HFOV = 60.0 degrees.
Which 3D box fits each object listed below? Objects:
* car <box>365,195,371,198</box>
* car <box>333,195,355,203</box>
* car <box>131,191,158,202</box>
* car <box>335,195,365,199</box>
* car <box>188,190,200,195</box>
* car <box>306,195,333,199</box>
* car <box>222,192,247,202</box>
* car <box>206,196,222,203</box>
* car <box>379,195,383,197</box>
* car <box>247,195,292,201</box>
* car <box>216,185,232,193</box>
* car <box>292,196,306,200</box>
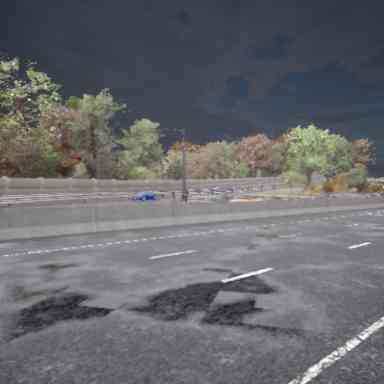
[{"bbox_3d":[32.187,1.257,62.168,5.008,1.535,1.882,0,0,-42],"label":"car"},{"bbox_3d":[29.441,1.283,64.408,4.902,1.511,2.128,0,0,-42],"label":"car"},{"bbox_3d":[-6.704,0.627,47.691,1.882,1.535,5.008,0,1,25],"label":"car"},{"bbox_3d":[23.652,1.371,49.866,4.181,1.385,1.994,0,0,-41],"label":"car"},{"bbox_3d":[0.266,0.354,62.734,2.128,1.511,4.902,0,2,26],"label":"car"},{"bbox_3d":[20.244,1.289,51.516,4.892,1.490,1.837,0,0,-41],"label":"car"},{"bbox_3d":[6.096,1.145,38.894,4.553,1.767,2.097,0,0,-42],"label":"car"},{"bbox_3d":[3.794,1.274,41.529,4.892,1.490,1.837,0,0,-42],"label":"car"},{"bbox_3d":[34.568,1.315,59.603,4.902,1.511,2.128,0,0,-42],"label":"car"},{"bbox_3d":[8.519,1.321,36.368,4.892,1.490,1.837,0,0,-42],"label":"car"},{"bbox_3d":[7.308,-0.455,76.594,2.150,2.045,5.566,0,2,28],"label":"car"},{"bbox_3d":[17.491,1.361,53.742,4.718,1.301,1.895,0,0,-41],"label":"car"}]
